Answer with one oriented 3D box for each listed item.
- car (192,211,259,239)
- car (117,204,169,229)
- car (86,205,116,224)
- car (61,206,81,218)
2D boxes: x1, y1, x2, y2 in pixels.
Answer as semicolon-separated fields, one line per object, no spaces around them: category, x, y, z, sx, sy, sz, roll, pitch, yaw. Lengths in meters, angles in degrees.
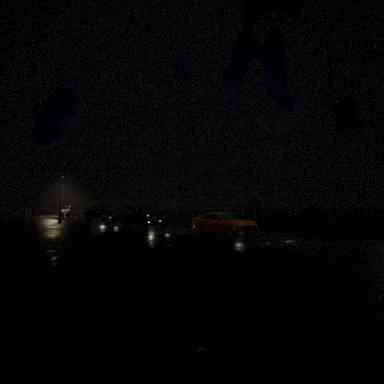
car;1.948;1.988;20.739;1.882;1.535;5.008;1;-3;-35
car;-4.224;2.119;29.406;2.150;2.045;5.566;1;-3;-36
car;-10.449;2.515;38.126;2.150;2.045;5.566;1;-3;-35
car;-21.224;3.405;58.237;2.150;2.045;5.566;1;-3;-36
